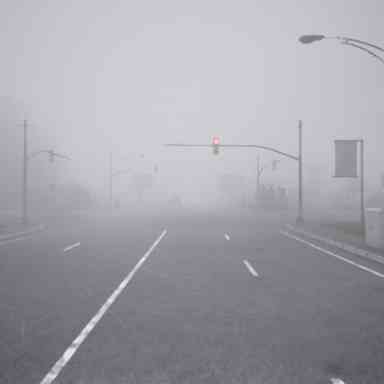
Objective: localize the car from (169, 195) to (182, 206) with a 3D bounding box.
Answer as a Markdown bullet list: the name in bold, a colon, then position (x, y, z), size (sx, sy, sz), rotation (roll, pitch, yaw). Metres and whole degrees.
- **car**: position (-3.023, 1.570, 62.236), size (2.150, 2.045, 5.566), rotation (0, 0, 1)
